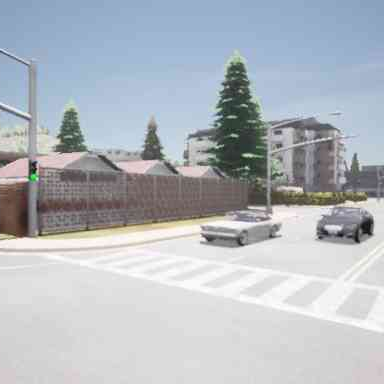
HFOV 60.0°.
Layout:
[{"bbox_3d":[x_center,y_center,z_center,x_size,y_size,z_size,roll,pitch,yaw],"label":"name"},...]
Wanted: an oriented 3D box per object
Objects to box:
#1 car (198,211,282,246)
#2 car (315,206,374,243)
[{"bbox_3d":[2.336,1.548,15.241,1.895,1.301,4.718,1,0,38],"label":"car"},{"bbox_3d":[7.537,1.468,16.239,2.128,1.511,4.902,1,0,38],"label":"car"}]
